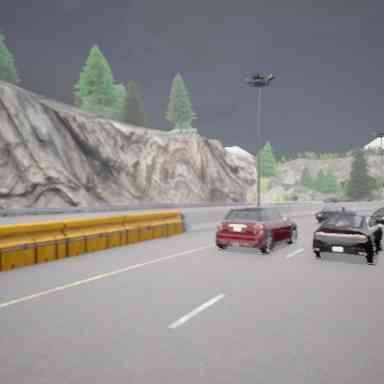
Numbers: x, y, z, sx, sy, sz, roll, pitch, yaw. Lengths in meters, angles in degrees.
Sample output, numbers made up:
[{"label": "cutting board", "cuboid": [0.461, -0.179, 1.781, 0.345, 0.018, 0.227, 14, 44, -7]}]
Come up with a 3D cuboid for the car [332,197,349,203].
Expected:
[{"label": "car", "cuboid": [31.412, 1.888, 68.000, 5.008, 1.535, 1.882, 0, 0, -36]}]

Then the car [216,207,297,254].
[{"label": "car", "cuboid": [2.882, 1.417, 14.115, 2.097, 1.767, 4.553, 0, 0, 34]}]

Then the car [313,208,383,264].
[{"label": "car", "cuboid": [5.881, 1.568, 12.311, 2.128, 1.511, 4.902, 0, 0, 34]}]

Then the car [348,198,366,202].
[{"label": "car", "cuboid": [33.152, 2.004, 64.953, 4.718, 1.301, 1.895, 0, 0, -36]}]

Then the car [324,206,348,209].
[{"label": "car", "cuboid": [11.266, 1.753, 25.678, 1.895, 1.301, 4.718, 0, 0, 40]}]

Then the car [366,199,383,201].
[{"label": "car", "cuboid": [34.924, 2.003, 61.914, 4.718, 1.301, 1.895, 0, 0, -36]}]

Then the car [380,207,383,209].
[{"label": "car", "cuboid": [14.241, 1.725, 23.770, 1.994, 1.385, 4.181, 0, 0, 40]}]

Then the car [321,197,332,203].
[{"label": "car", "cuboid": [29.640, 1.912, 71.039, 4.892, 1.490, 1.837, 0, 0, -34]}]
